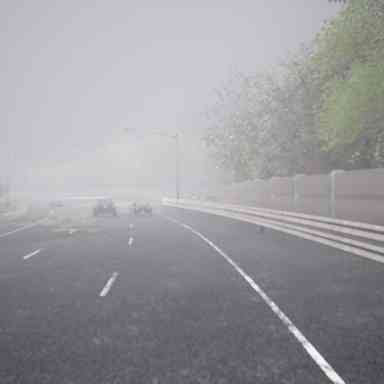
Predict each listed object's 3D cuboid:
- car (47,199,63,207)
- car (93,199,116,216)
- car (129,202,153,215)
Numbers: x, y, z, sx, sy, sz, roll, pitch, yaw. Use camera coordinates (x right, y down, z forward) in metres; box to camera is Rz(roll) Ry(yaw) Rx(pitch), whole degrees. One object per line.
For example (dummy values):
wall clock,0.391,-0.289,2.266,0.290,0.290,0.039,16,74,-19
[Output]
car,-23.357,1.861,56.517,1.994,1.385,4.181,-1,0,-32
car,-8.965,1.474,33.970,2.097,1.767,4.553,-1,0,-17
car,-5.494,1.684,34.875,1.895,1.301,4.718,-1,0,-18
